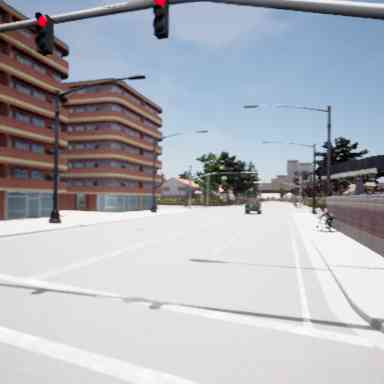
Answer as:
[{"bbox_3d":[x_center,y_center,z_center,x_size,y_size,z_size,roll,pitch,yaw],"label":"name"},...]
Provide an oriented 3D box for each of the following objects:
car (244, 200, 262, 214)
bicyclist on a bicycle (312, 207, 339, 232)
[{"bbox_3d":[9.238,2.284,50.317,2.150,2.045,5.566,1,-1,16],"label":"car"},{"bbox_3d":[8.796,1.846,21.928,1.656,1.620,0.582,0,-1,16],"label":"bicyclist on a bicycle"}]
